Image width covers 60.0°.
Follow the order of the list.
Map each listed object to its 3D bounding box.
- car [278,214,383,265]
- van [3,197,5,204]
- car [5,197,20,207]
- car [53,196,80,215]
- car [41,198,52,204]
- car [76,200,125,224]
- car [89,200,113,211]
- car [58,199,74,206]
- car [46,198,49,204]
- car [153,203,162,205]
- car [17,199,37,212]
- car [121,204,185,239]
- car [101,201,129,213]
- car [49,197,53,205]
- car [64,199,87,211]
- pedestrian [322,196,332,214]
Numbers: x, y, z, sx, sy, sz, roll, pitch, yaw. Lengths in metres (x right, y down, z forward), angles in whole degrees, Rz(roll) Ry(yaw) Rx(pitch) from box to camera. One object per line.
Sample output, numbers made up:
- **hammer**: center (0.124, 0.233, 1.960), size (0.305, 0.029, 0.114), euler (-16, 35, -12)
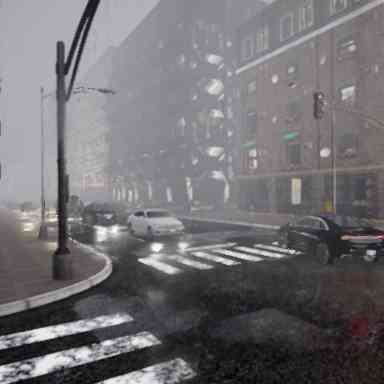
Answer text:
- **car**: center (4.750, 1.541, 11.958), size (2.128, 1.511, 4.902), euler (0, 0, -10)
- **van**: center (-43.880, 2.103, 79.699), size (1.690, 1.788, 3.998), euler (-1, 0, -32)
- **car**: center (-34.810, 1.927, 65.338), size (2.192, 1.841, 5.009), euler (0, 0, -32)
- **car**: center (-13.172, 1.504, 35.952), size (2.150, 2.045, 5.566), euler (0, 0, -32)
- **car**: center (-36.782, 2.283, 84.155), size (1.802, 1.307, 4.206), euler (-1, 0, -32)
- **car**: center (-7.560, 1.692, 27.051), size (2.128, 1.511, 4.902), euler (0, 0, -32)
- **car**: center (-12.592, 1.853, 45.858), size (1.887, 1.381, 4.507), euler (0, 0, -32)
- **car**: center (-24.687, 2.053, 65.008), size (2.008, 1.369, 4.403), euler (0, 0, -32)
- **car**: center (-30.735, 2.144, 74.582), size (1.887, 1.381, 4.507), euler (-1, 0, -32)
- **car**: center (-3.613, 1.697, 31.644), size (1.752, 1.417, 4.829), euler (0, 0, -32)
- **car**: center (-22.711, 2.000, 46.187), size (1.802, 1.307, 4.206), euler (0, 0, -32)
- **car**: center (-2.137, 1.655, 18.465), size (1.812, 1.442, 4.674), euler (0, 0, -31)
- **car**: center (-9.569, 1.806, 41.072), size (1.887, 1.381, 4.507), euler (0, 0, -32)
- **car**: center (-22.120, 1.937, 56.096), size (2.128, 1.511, 4.902), euler (0, 0, -32)
- **car**: center (-16.658, 1.849, 47.443), size (2.128, 1.511, 4.902), euler (0, 0, -32)
- **pedestrian**: center (7.762, 1.175, 19.141), size (0.375, 1.860, 0.375), euler (0, 0, -32)
